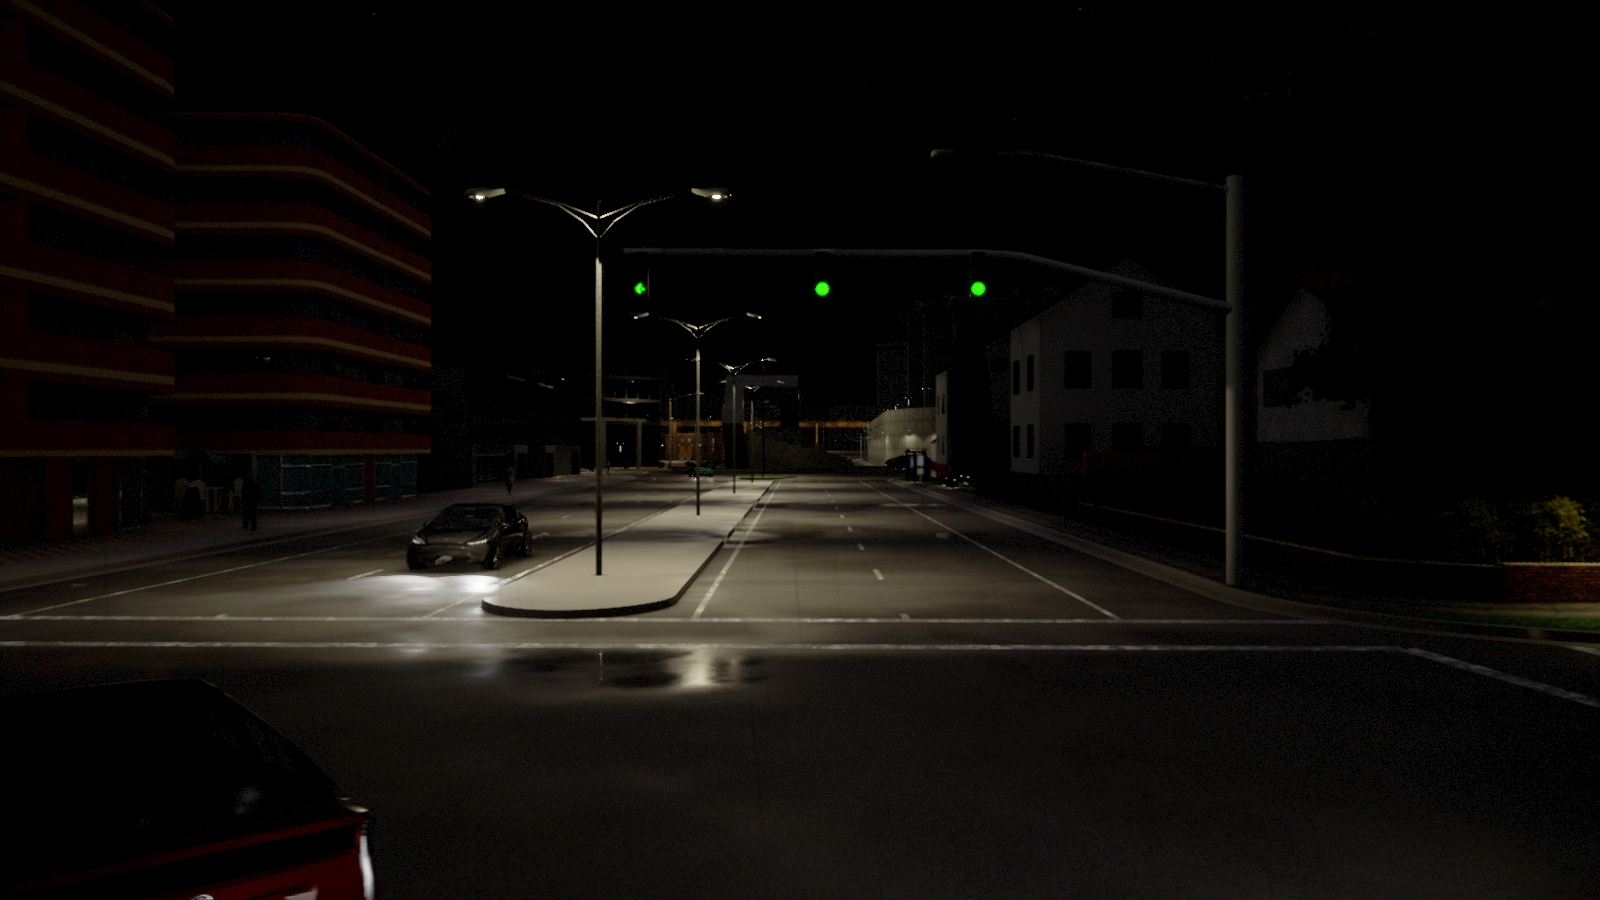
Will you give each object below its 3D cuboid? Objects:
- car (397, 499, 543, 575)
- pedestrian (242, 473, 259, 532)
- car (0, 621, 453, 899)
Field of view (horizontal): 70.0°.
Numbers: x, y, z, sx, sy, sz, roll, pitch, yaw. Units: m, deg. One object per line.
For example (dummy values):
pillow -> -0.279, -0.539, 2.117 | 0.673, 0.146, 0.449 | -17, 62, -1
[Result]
car -> -7.959, 2.057, 28.073 | 2.163, 1.488, 4.792 | 0, 0, 0
pedestrian -> -17.656, 1.689, 36.718 | 0.375, 1.860, 0.375 | 0, 0, -5
car -> -3.809, 2.038, 6.196 | 2.007, 1.525, 4.514 | 0, 0, -41
